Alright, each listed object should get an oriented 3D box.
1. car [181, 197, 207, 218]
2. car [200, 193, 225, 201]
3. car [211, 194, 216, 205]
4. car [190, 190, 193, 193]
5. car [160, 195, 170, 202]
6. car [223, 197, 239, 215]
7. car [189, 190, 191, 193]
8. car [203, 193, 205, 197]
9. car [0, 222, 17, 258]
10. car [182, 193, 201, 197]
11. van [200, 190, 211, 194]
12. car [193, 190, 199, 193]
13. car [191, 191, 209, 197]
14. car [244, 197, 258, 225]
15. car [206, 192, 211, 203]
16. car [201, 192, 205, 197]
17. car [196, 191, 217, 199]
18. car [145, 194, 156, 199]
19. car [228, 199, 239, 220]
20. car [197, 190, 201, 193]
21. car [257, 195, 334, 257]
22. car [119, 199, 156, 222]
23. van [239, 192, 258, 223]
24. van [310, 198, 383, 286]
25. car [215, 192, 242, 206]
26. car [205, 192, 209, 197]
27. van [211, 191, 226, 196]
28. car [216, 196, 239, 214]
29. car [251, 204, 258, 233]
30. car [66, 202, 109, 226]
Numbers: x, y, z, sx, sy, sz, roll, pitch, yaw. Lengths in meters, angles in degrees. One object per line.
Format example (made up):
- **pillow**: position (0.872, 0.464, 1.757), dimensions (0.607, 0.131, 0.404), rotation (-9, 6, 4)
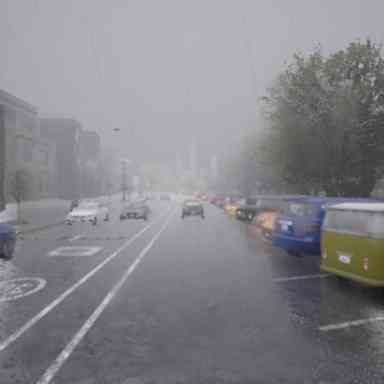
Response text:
- **car**: position (0.074, 1.409, 28.230), dimensions (1.812, 1.442, 4.674), rotation (0, 1, 0)
- **car**: position (4.218, 1.022, 67.341), dimensions (4.674, 1.452, 2.002), rotation (0, 1, -23)
- **car**: position (5.172, 1.311, 40.662), dimensions (4.674, 1.452, 2.002), rotation (1, 1, -21)
- **car**: position (2.779, 0.808, 88.076), dimensions (4.792, 1.488, 2.163), rotation (0, 1, -25)
- **car**: position (-5.072, 1.149, 63.071), dimensions (1.895, 1.301, 4.718), rotation (0, 1, -2)
- **car**: position (5.468, 1.384, 25.870), dimensions (5.366, 1.575, 1.946), rotation (1, 0, -20)
- **car**: position (2.552, 0.754, 91.050), dimensions (5.008, 1.535, 2.097), rotation (1, 0, -25)
- **car**: position (4.736, 1.157, 55.488), dimensions (4.674, 1.452, 2.002), rotation (0, 1, -22)
- **car**: position (-7.051, 1.501, 9.893), dimensions (1.812, 1.442, 4.674), rotation (0, 0, 0)
- **car**: position (-0.174, 1.227, 44.477), dimensions (1.882, 1.535, 5.008), rotation (0, 1, -1)
- **van**: position (4.408, 0.821, 61.357), dimensions (4.442, 1.987, 1.878), rotation (0, 1, -23)
- **car**: position (3.902, 0.668, 73.285), dimensions (5.566, 2.045, 2.435), rotation (1, 0, -24)
- **car**: position (2.267, 0.604, 94.000), dimensions (4.553, 1.767, 2.185), rotation (1, 0, -25)
- **car**: position (5.323, 1.308, 16.927), dimensions (4.553, 1.767, 2.185), rotation (1, 1, -20)
- **car**: position (5.036, 1.214, 46.605), dimensions (5.008, 1.535, 2.097), rotation (1, 0, -22)
- **car**: position (4.639, 1.122, 58.441), dimensions (4.674, 1.452, 2.002), rotation (0, 0, -23)
- **car**: position (3.453, 0.734, 79.192), dimensions (4.553, 1.767, 2.185), rotation (0, 0, -24)
- **car**: position (-7.889, 1.072, 63.411), dimensions (1.812, 1.442, 4.674), rotation (0, 1, -2)
- **car**: position (5.318, 1.433, 22.855), dimensions (4.792, 1.488, 2.163), rotation (1, 0, -20)
- **car**: position (4.199, 1.010, 64.300), dimensions (5.366, 1.575, 1.946), rotation (0, 1, -23)
- **car**: position (5.326, 1.205, 11.008), dimensions (5.566, 2.045, 2.435), rotation (1, 0, -20)
- **car**: position (-4.222, 1.467, 25.416), dimensions (1.994, 1.385, 4.181), rotation (0, 0, 0)
- **van**: position (5.400, 1.194, 19.925), dimensions (4.442, 1.987, 1.878), rotation (1, 0, -20)
- **van**: position (5.403, 1.241, 8.082), dimensions (4.442, 1.987, 1.878), rotation (1, 0, -20)
- **car**: position (5.225, 1.196, 34.711), dimensions (4.553, 1.767, 2.185), rotation (1, 0, -21)
- **car**: position (5.134, 1.182, 49.643), dimensions (5.366, 1.575, 1.946), rotation (1, 0, -22)
- **van**: position (5.223, 1.018, 43.679), dimensions (4.442, 1.987, 1.878), rotation (1, 0, -21)
- **car**: position (5.116, 1.361, 28.711), dimensions (5.366, 1.575, 1.946), rotation (1, 1, -20)
- **car**: position (5.302, 1.445, 13.953), dimensions (5.008, 1.535, 2.097), rotation (1, 1, -20)
- **car**: position (-7.033, 1.442, 22.904), dimensions (1.812, 1.442, 4.674), rotation (0, 0, 0)
